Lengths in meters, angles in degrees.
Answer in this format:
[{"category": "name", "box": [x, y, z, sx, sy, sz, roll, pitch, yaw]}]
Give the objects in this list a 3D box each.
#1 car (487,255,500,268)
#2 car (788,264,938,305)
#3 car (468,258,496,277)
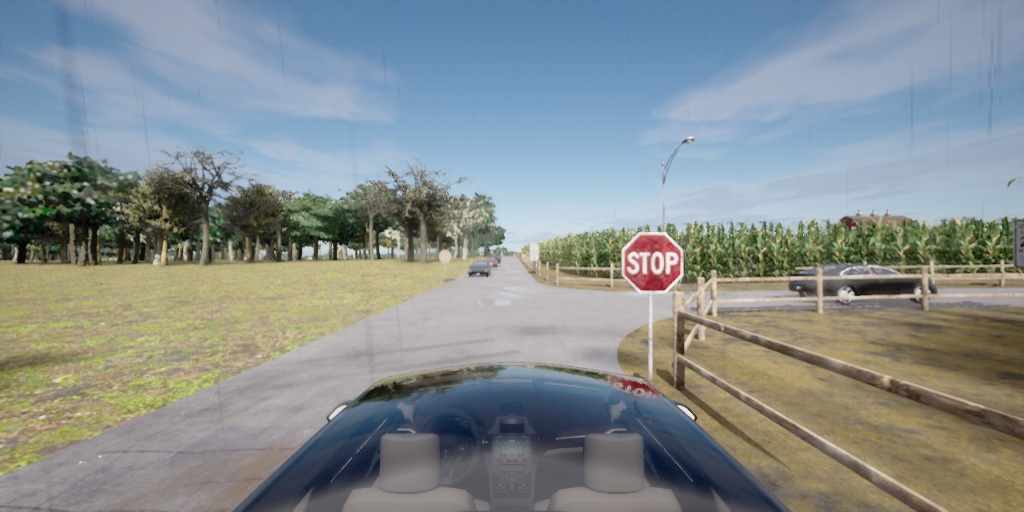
[{"category": "car", "box": [-2.930, 0.899, 48.661, 1.812, 1.442, 4.674, 0, 1, 0]}, {"category": "car", "box": [13.847, 1.061, 14.283, 4.902, 1.511, 2.128, -1, 0, 0]}, {"category": "car", "box": [-2.909, 1.153, 33.226, 2.033, 1.411, 5.357, 0, 1, 0]}]
